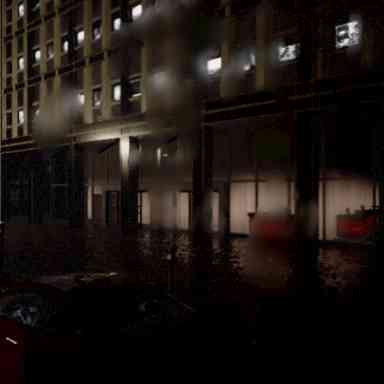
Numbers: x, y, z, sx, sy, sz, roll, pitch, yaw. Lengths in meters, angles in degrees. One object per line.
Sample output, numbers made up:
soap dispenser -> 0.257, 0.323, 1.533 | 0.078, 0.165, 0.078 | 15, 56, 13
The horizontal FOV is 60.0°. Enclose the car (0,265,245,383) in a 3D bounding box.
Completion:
car -> -1.434, 1.557, 3.904 | 4.206, 1.307, 1.802 | 1, 0, 35
